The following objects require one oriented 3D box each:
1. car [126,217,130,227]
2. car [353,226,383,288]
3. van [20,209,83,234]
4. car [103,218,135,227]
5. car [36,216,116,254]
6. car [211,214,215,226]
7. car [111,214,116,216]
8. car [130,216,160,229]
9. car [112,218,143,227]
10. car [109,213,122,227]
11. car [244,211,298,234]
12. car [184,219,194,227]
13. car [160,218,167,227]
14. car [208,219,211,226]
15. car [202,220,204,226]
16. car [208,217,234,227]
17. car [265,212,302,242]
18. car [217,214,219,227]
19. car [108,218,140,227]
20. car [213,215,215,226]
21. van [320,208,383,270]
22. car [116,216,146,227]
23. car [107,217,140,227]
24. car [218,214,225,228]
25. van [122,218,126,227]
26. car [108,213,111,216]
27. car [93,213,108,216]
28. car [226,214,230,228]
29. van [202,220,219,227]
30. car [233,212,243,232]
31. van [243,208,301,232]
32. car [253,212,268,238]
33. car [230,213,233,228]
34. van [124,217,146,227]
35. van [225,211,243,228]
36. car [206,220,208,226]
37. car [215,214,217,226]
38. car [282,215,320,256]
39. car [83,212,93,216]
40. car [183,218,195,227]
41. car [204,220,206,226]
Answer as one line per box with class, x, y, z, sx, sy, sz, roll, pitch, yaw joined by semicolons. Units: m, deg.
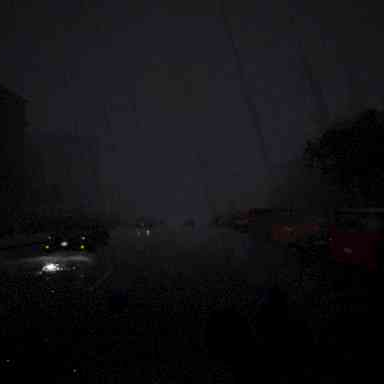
car;-11.591;4.351;47.887;5.366;1.575;1.946;1;-6;-21
car;6.395;1.615;7.334;4.892;1.521;2.231;1;-2;-20
van;-11.413;2.385;26.998;4.442;1.987;1.878;1;-4;-20
car;-11.826;4.935;53.787;4.792;1.488;2.163;1;-6;-21
car;-5.152;1.990;15.428;1.994;1.385;4.181;0;-3;0
car;5.998;4.611;51.175;4.892;1.521;2.231;3;-6;-21
car;-11.640;3.604;38.869;4.674;1.452;2.002;1;-5;-21
car;-5.334;3.508;38.339;2.128;1.511;4.902;0;-5;-1
car;-12.181;5.775;62.641;5.366;1.575;1.946;1;-6;-21
car;-11.653;3.695;41.872;4.553;1.767;2.185;1;-5;-21
car;6.339;2.246;21.942;5.008;1.535;2.097;2;-4;-20
car;-0.644;5.989;64.642;1.812;1.442;4.674;0;-6;-1
car;-5.537;5.368;58.720;1.882;1.535;5.008;0;-6;-1
car;5.987;4.638;54.132;5.566;2.045;2.435;3;-6;-21
car;5.566;6.963;74.522;5.008;1.535;2.097;3;-7;-21
car;5.723;5.913;65.778;4.553;1.767;2.185;3;-7;-21
car;6.539;1.936;16.169;5.366;1.575;1.946;2;-3;-20
car;6.099;3.855;42.388;4.792;1.488;2.163;3;-5;-21
car;-12.125;5.477;59.664;5.366;1.575;1.946;1;-6;-21
car;6.041;4.345;48.249;4.892;1.521;2.231;3;-6;-21
van;6.505;1.478;10.304;4.442;1.987;1.878;2;-3;-20
car;-12.091;5.836;65.696;5.566;2.045;2.435;1;-6;-21
car;-11.730;5.190;56.820;5.366;1.575;1.946;1;-6;-21
car;6.169;3.577;39.484;5.008;1.535;2.097;3;-5;-21
van;-11.616;3.858;44.902;4.442;1.987;1.878;1;-6;-21
car;-11.638;3.344;35.875;4.792;1.488;2.163;1;-5;-21
car;-11.561;2.823;32.945;5.566;2.045;2.435;1;-5;-21
car;6.232;3.135;33.631;4.674;1.452;2.002;3;-5;-20
van;5.181;8.950;95.016;4.442;1.987;1.878;3;-7;-21
car;6.257;2.668;27.776;4.792;1.488;2.163;2;-5;-20
van;6.422;2.212;24.923;4.442;1.987;1.878;2;-4;-20
car;6.357;2.080;19.019;4.892;1.521;2.231;2;-4;-20
car;6.262;2.903;30.701;4.674;1.452;2.002;2;-5;-20
van;-12.294;6.489;71.616;4.442;1.987;1.878;1;-6;-21
van;6.307;3.113;36.620;4.442;1.987;1.878;3;-5;-20
car;5.800;5.740;62.850;5.008;1.535;2.097;3;-7;-21
car;6.058;3.955;45.333;4.553;1.767;2.185;3;-6;-21
car;6.389;1.809;13.177;4.892;1.521;2.231;2;-2;-20
car;-11.582;2.709;29.923;4.553;1.767;2.185;1;-5;-20
car;-0.461;4.911;54.219;1.882;1.535;5.008;0;-5;-1
car;5.606;6.525;71.611;4.553;1.767;2.185;3;-7;-21
